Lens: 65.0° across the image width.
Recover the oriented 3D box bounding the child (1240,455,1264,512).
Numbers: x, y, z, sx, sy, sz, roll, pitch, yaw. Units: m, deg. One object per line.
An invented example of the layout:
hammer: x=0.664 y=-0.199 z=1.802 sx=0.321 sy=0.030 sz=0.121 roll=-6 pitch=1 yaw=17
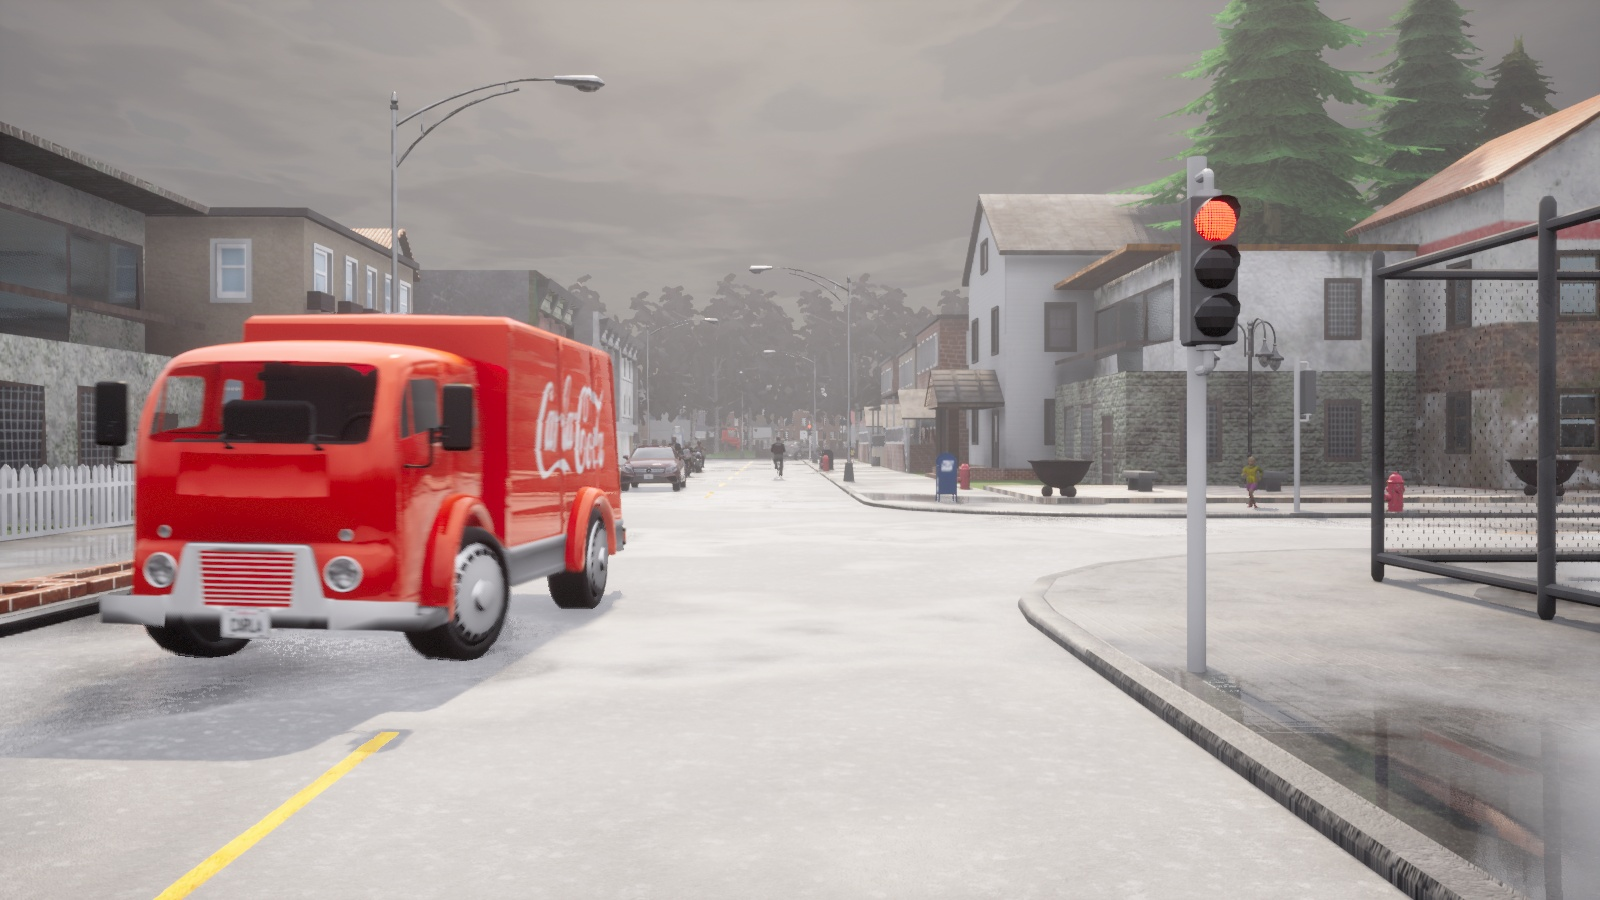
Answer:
child: x=9.431 y=0.695 z=26.187 sx=0.299 sy=1.160 sz=0.473 roll=0 pitch=0 yaw=43

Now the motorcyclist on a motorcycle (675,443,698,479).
motorcyclist on a motorcycle: x=-4.953 y=0.467 z=55.038 sx=0.866 sy=1.530 sz=2.191 roll=0 pitch=0 yaw=-1

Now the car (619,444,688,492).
car: x=-4.706 y=0.538 z=40.827 sx=1.812 sy=1.442 sz=4.674 roll=0 pitch=0 yaw=-2

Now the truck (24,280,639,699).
truck: x=-3.169 y=0.199 z=10.109 sx=2.627 sy=2.467 sz=5.204 roll=1 pitch=1 yaw=5

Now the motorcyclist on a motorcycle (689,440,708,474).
motorcyclist on a motorcycle: x=-5.101 y=0.336 z=63.268 sx=0.766 sy=1.649 sz=2.350 roll=0 pitch=0 yaw=-1
